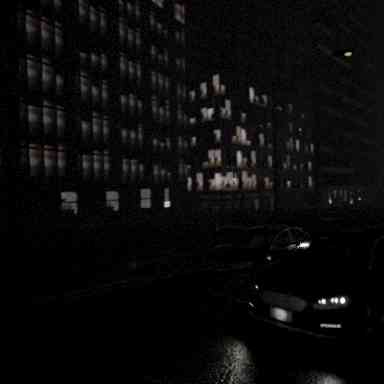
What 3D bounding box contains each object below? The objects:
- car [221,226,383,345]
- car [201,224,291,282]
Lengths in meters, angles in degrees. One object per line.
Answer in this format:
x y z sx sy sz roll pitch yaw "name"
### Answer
3.034 1.530 6.623 4.902 1.511 2.128 0 -1 -45 "car"
2.104 1.630 9.368 4.403 1.369 2.008 0 -2 -45 "car"
